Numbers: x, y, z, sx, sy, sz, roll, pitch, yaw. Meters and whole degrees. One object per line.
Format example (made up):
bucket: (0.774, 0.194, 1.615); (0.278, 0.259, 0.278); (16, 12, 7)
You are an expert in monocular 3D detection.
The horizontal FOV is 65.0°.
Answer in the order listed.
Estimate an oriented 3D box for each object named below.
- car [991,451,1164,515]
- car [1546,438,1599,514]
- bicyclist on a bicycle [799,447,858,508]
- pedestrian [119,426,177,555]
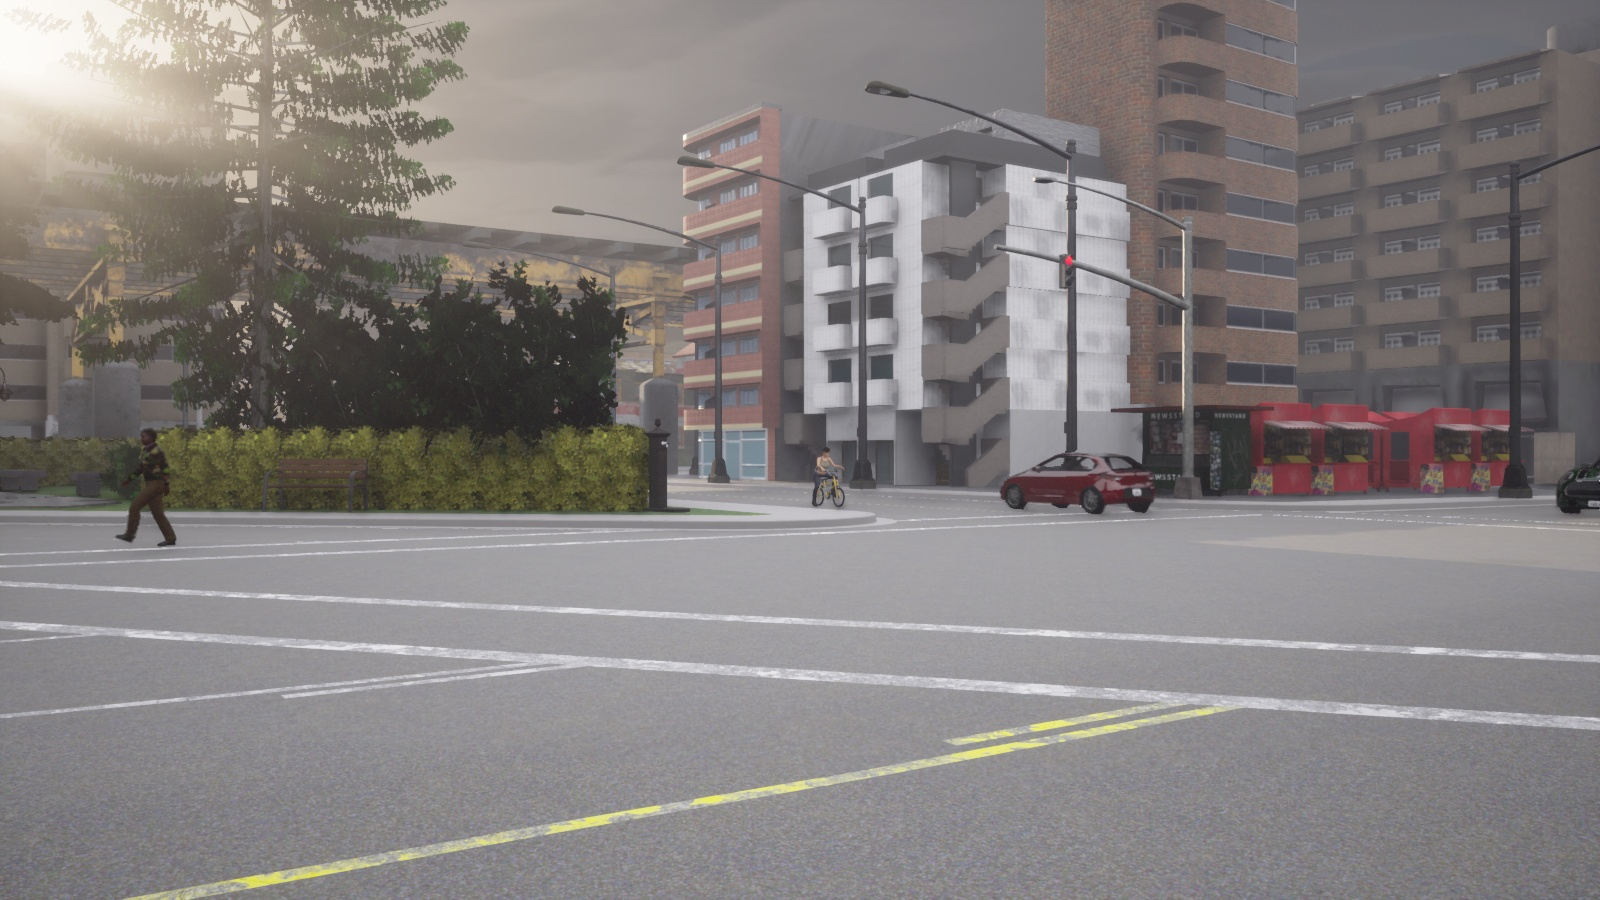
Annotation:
car: (6.818, 0.763, 31.274); (1.816, 1.474, 4.193); (0, 0, -31)
car: (20.373, 0.605, 30.585); (4.553, 1.767, 2.097); (0, 0, -35)
bicyclist on a bicycle: (0.769, 0.723, 34.005); (0.866, 1.612, 1.509); (0, 0, -34)
pedestrian: (-9.892, 0.602, 19.056); (0.692, 1.930, 0.395); (0, 0, -45)
